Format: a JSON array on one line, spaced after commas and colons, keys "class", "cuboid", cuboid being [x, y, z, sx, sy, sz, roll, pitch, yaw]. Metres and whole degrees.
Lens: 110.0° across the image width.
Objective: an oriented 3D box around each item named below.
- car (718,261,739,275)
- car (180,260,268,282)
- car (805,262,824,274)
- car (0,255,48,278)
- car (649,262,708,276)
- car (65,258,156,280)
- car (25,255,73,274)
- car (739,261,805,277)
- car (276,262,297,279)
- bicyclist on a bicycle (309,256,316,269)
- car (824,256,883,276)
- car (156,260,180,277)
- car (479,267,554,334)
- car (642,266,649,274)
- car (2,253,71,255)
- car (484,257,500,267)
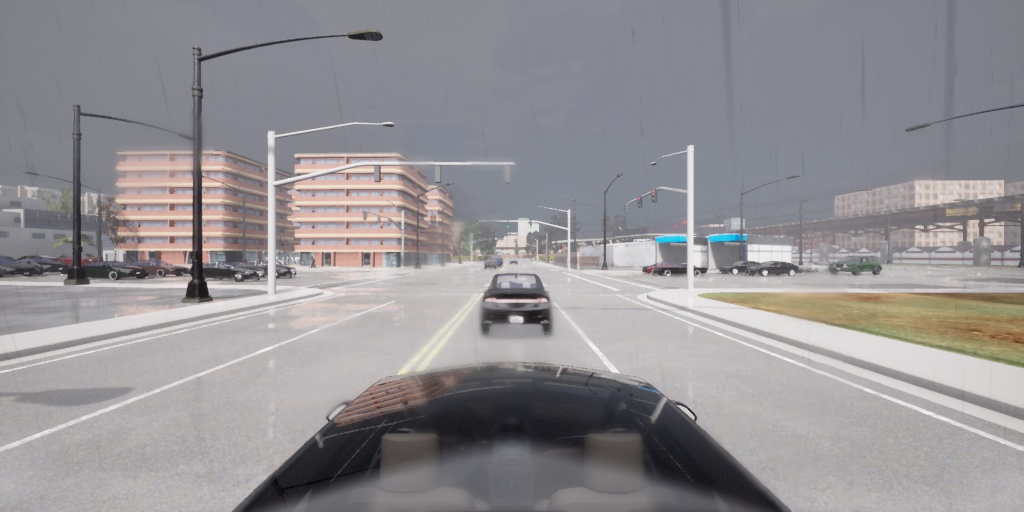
[{"class": "car", "cuboid": [25.215, 1.253, 39.238, 4.892, 1.490, 1.837, 0, 0, -5]}, {"class": "car", "cuboid": [-20.952, 1.108, 26.485, 4.902, 1.511, 2.128, 1, 0, 1]}, {"class": "car", "cuboid": [34.880, 1.349, 41.012, 4.718, 1.301, 1.895, 0, 0, -19]}, {"class": "car", "cuboid": [-39.045, 0.874, 26.941, 5.357, 1.411, 2.033, 1, 0, 1]}, {"class": "car", "cuboid": [16.631, 1.349, 35.633, 4.718, 1.301, 1.895, 0, 0, 0]}, {"class": "car", "cuboid": [-29.792, 1.052, 26.707, 4.181, 1.385, 1.994, 1, 0, 1]}, {"class": "car", "cuboid": [-40.298, 0.867, 30.476, 4.181, 1.385, 1.994, 1, 0, 1]}, {"class": "car", "cuboid": [25.910, 1.253, 35.786, 4.892, 1.490, 1.837, 0, 0, -5]}, {"class": "car", "cuboid": [-20.664, 1.107, 29.976, 4.902, 1.511, 2.128, 1, 0, 1]}, {"class": "bicyclist on a bicycle", "cuboid": [-25.933, 0.841, 46.604, 0.582, 1.620, 1.656, 1, 0, 1]}, {"class": "car", "cuboid": [36.324, 0.969, 37.842, 5.566, 2.045, 2.150, 0, 0, -19]}, {"class": "car", "cuboid": [-30.407, 1.024, 30.226, 5.357, 1.411, 2.033, 1, 0, 1]}, {"class": "car", "cuboid": [0.122, 1.242, 10.624, 2.128, 1.511, 4.902, 0, 0, 0]}, {"class": "car", "cuboid": [16.470, 1.312, 39.160, 4.181, 1.385, 1.994, 0, 0, 1]}, {"class": "car", "cuboid": [-50.382, 0.626, 37.867, 4.892, 1.490, 1.837, 1, 0, 2]}, {"class": "car", "cuboid": [-3.324, 1.252, 56.763, 1.837, 1.490, 4.892, 0, 0, 0]}]
